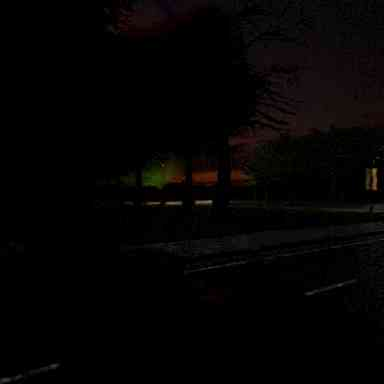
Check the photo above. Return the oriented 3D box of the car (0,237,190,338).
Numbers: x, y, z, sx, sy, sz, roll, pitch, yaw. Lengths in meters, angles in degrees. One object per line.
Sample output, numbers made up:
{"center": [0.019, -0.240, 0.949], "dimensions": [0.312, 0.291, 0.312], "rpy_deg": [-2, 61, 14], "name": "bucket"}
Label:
{"center": [-2.628, 1.551, 5.801], "dimensions": [5.357, 1.411, 2.033], "rpy_deg": [0, 0, -36], "name": "car"}
